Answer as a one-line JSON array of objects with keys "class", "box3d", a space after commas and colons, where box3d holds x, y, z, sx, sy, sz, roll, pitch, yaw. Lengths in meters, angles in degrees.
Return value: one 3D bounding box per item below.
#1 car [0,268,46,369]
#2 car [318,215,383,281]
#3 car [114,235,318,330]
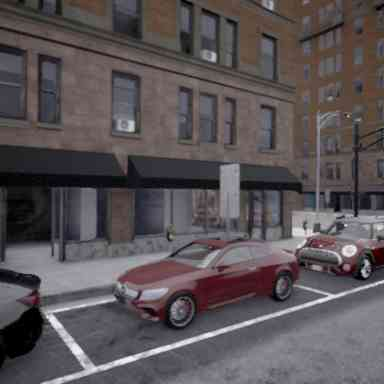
[{"class": "car", "box3d": [-3.965, 1.554, 3.704, 4.313, 1.339, 1.947, 1, -1, -36]}, {"class": "car", "box3d": [4.987, 1.535, 10.103, 4.097, 1.590, 1.967, 1, -1, -36]}, {"class": "car", "box3d": [0.511, 1.623, 6.903, 4.206, 1.307, 1.802, 1, -1, -36]}]
